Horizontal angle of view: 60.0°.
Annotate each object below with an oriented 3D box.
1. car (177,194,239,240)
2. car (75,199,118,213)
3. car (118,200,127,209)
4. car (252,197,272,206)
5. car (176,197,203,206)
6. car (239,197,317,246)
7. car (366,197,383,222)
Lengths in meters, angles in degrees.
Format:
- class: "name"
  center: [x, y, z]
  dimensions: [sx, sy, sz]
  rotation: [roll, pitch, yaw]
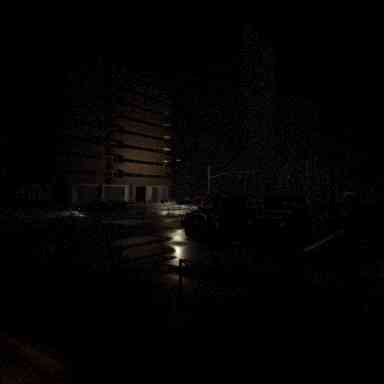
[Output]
- class: "car"
  center: [1.471, 1.153, 16.052]
  dimensions: [1.932, 1.855, 4.605]
  rotation: [0, 0, 34]
- class: "car"
  center: [-10.560, 1.564, 36.078]
  dimensions: [1.994, 1.385, 4.181]
  rotation: [0, 0, 34]
- class: "car"
  center: [-10.603, 1.601, 42.292]
  dimensions: [1.895, 1.301, 4.718]
  rotation: [0, 0, 34]
- class: "car"
  center: [12.011, 1.526, 56.805]
  dimensions: [1.812, 1.442, 4.674]
  rotation: [0, 0, 34]
- class: "car"
  center: [-0.410, 1.615, 57.315]
  dimensions: [2.033, 1.411, 5.357]
  rotation: [0, 0, 34]
- class: "car"
  center: [3.839, 1.156, 14.386]
  dimensions: [1.905, 1.878, 3.866]
  rotation: [0, 0, 34]
- class: "car"
  center: [15.862, 1.395, 27.342]
  dimensions: [1.970, 1.475, 3.806]
  rotation: [0, 0, 34]
